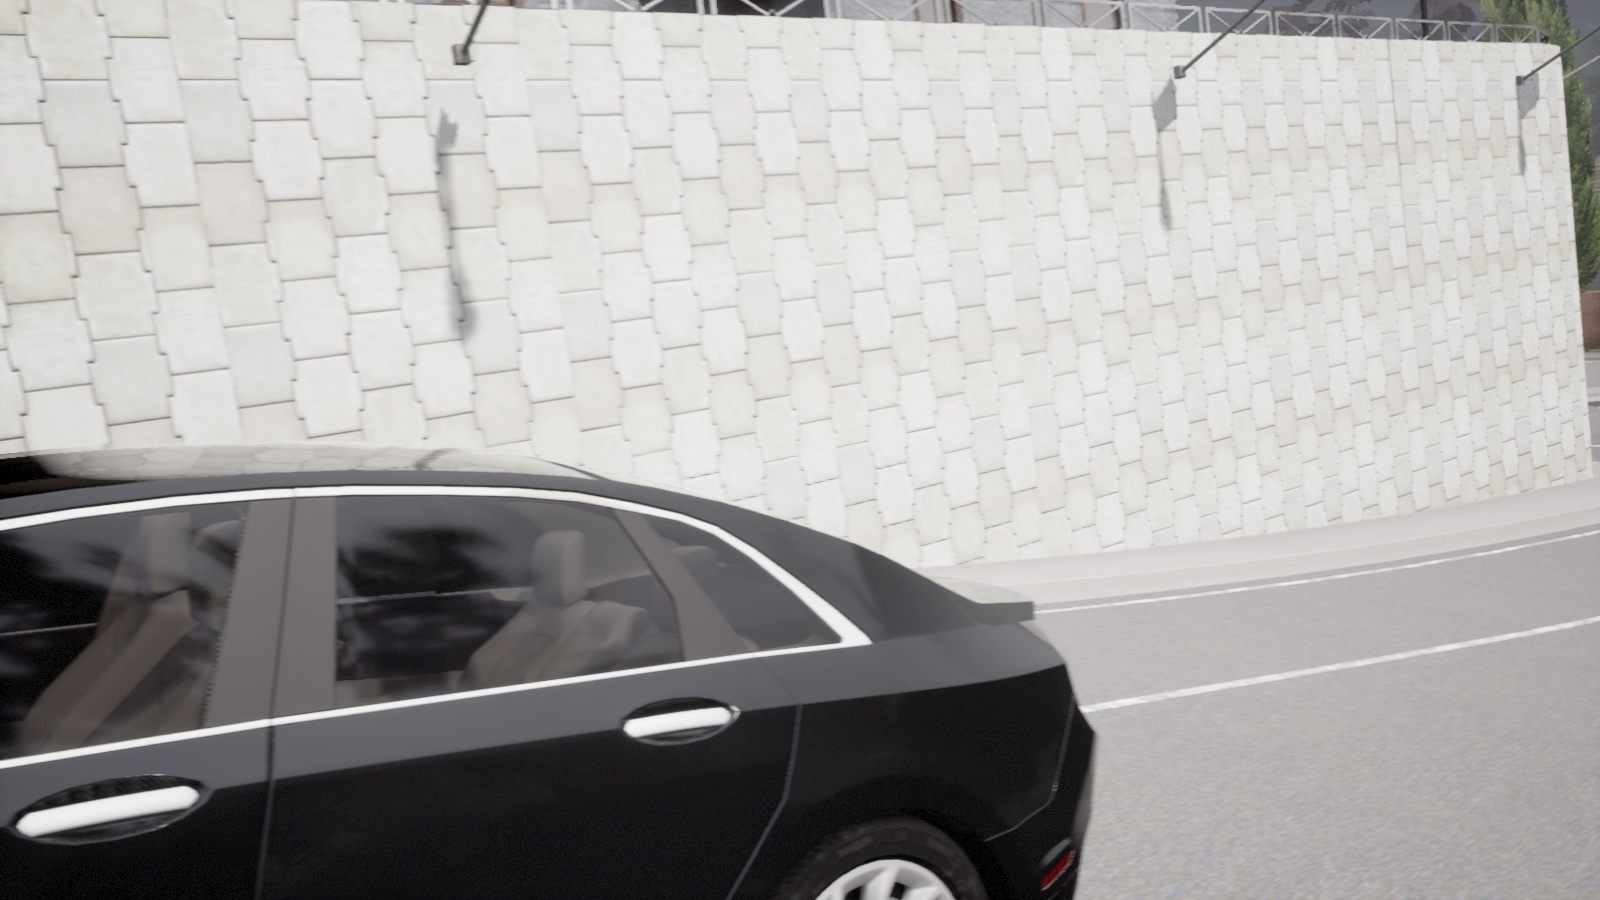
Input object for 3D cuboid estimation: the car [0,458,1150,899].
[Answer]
[{"bbox_3d":[-1.656,0.770,2.506,4.892,1.490,1.837,0,0,-35],"label":"car"}]
